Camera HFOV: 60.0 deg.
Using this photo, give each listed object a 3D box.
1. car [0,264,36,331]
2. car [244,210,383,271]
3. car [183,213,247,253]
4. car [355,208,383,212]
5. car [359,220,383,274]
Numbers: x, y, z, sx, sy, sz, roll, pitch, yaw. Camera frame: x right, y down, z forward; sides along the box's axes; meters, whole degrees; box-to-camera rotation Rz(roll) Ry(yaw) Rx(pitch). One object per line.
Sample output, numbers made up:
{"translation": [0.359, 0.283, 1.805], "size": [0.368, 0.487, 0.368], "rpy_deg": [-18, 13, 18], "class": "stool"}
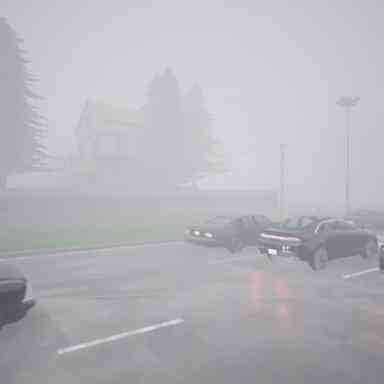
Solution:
{"translation": [-4.840, 1.592, 4.647], "size": [4.718, 1.301, 1.895], "rpy_deg": [0, 0, -35], "class": "car"}
{"translation": [4.342, 1.550, 11.158], "size": [4.902, 1.511, 2.128], "rpy_deg": [0, 0, -35], "class": "car"}
{"translation": [2.225, 1.604, 13.924], "size": [5.357, 1.411, 2.033], "rpy_deg": [0, 0, -36], "class": "car"}
{"translation": [10.605, 1.682, 19.915], "size": [4.181, 1.385, 1.994], "rpy_deg": [0, 0, -36], "class": "car"}
{"translation": [6.688, 1.552, 8.531], "size": [4.902, 1.511, 2.128], "rpy_deg": [0, 0, -35], "class": "car"}
